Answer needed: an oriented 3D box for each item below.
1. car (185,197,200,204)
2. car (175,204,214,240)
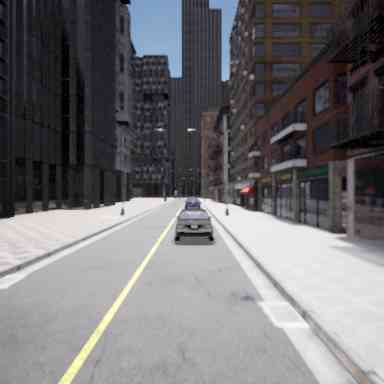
[{"bbox_3d":[0.100,1.404,46.093,2.097,1.767,4.553,0,0,0],"label":"car"},{"bbox_3d":[0.101,1.556,17.011,2.033,1.411,5.357,0,0,0],"label":"car"}]
